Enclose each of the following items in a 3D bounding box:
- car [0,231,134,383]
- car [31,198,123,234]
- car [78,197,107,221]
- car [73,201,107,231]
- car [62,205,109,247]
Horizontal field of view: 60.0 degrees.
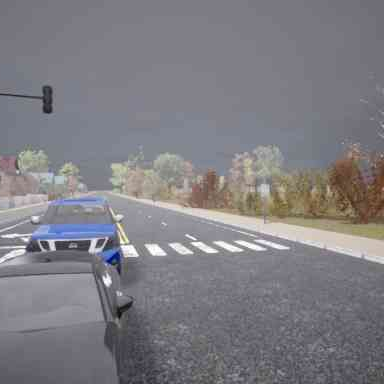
[{"bbox_3d":[-1.718,1.524,3.905,1.812,1.442,4.674,0,0,-13],"label":"car"},{"bbox_3d":[-3.358,1.218,9.994,2.150,2.045,5.566,0,0,-15],"label":"car"},{"bbox_3d":[-8.146,1.337,27.544,2.097,1.767,4.553,0,0,-15],"label":"car"},{"bbox_3d":[-6.585,1.467,21.811,1.882,1.535,5.008,0,0,-15],"label":"car"},{"bbox_3d":[-5.016,1.498,16.065,1.837,1.490,4.892,0,0,-15],"label":"car"}]
